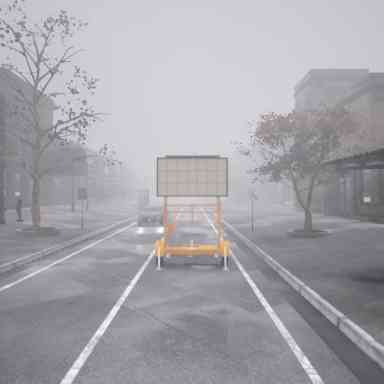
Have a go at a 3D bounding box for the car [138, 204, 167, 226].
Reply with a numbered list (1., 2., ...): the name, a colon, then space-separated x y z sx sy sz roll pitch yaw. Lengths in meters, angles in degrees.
1. car: -2.983 1.748 25.744 1.837 1.490 4.892 0 -1 0

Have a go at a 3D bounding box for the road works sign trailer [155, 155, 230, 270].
1. road works sign trailer: 0.008 0.560 11.359 2.380 3.560 2.880 0 -1 0
